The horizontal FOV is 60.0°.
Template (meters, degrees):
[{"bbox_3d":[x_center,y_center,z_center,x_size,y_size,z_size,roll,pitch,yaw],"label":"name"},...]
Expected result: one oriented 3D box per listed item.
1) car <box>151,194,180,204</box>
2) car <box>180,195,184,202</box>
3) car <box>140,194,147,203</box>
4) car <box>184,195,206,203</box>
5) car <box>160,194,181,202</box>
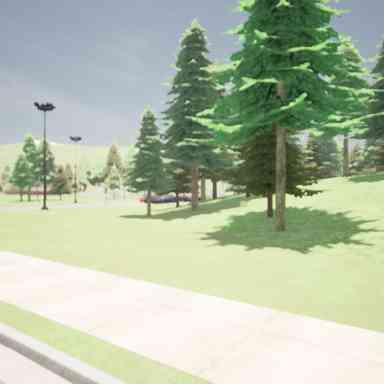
[{"bbox_3d":[-4.902,1.496,59.459,1.895,1.301,4.718,0,0,37],"label":"car"},{"bbox_3d":[-1.825,1.354,69.652,1.882,1.535,5.008,0,0,36],"label":"car"},{"bbox_3d":[-6.893,1.238,62.665,2.097,1.767,4.553,0,0,37],"label":"car"},{"bbox_3d":[1.013,1.496,67.605,1.895,1.301,4.718,0,0,36],"label":"car"},{"bbox_3d":[-4.664,1.222,71.699,2.097,1.767,4.553,0,0,36],"label":"car"}]
